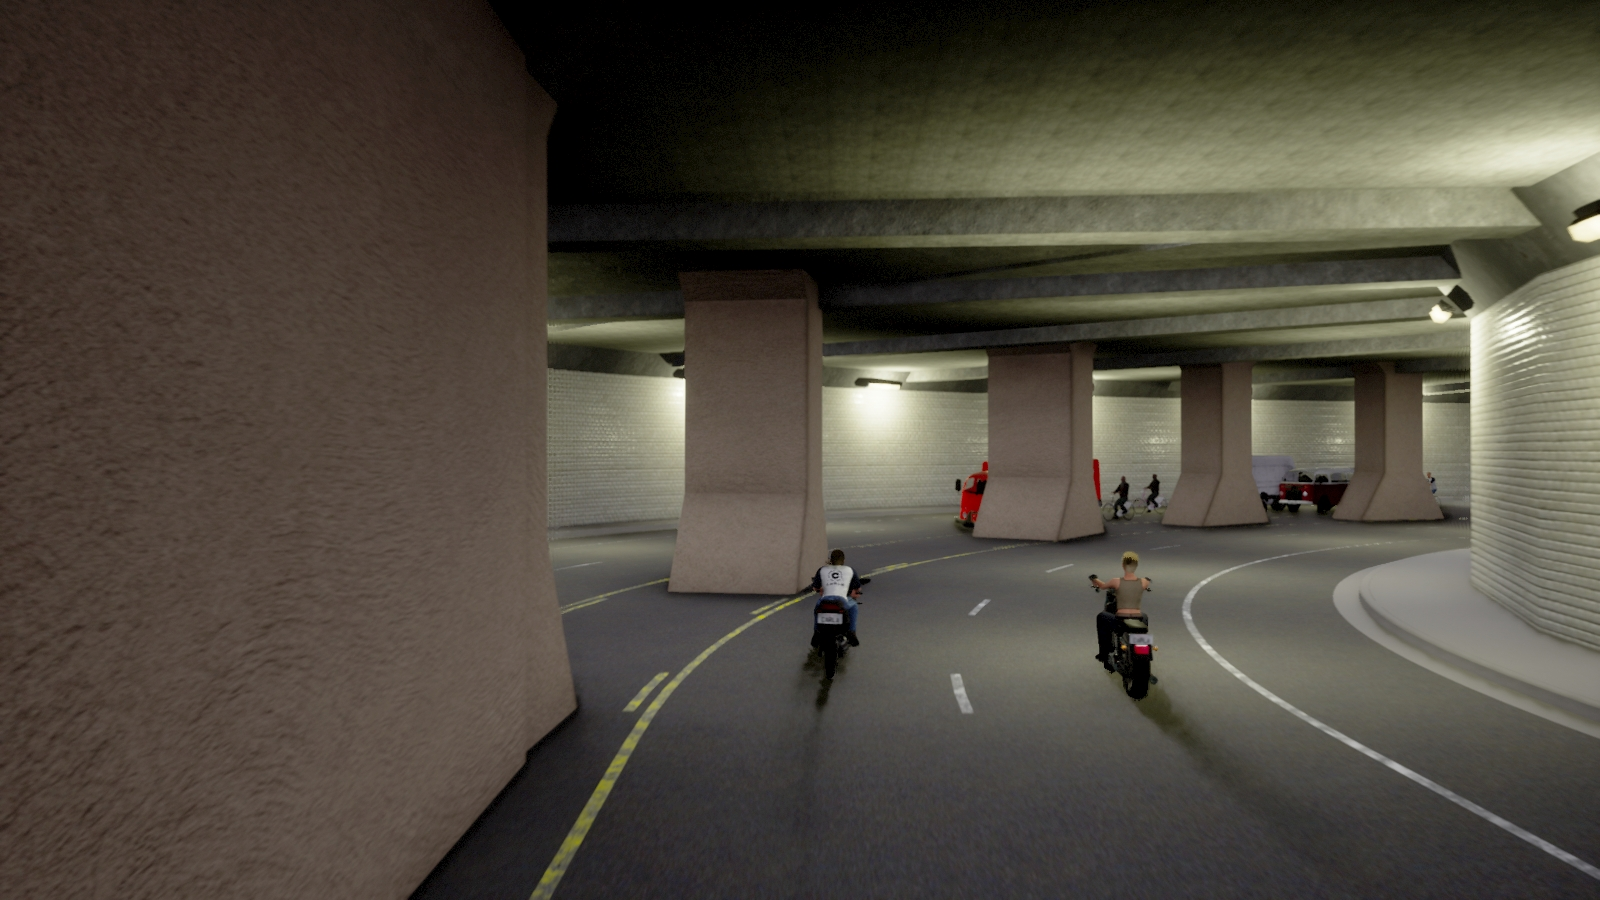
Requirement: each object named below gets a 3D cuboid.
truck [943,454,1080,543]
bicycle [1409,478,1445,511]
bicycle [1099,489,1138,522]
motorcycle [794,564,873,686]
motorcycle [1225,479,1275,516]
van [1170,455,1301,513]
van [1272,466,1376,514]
[{"bbox_3d":[7.858,1.669,42.112,2.627,2.467,5.204,8,9,39],"label":"truck"},{"bbox_3d":[28.872,2.045,52.610,1.643,1.521,0.373,0,0,-17],"label":"bicycle"},{"bbox_3d":[12.589,2.171,45.105,1.835,1.251,0.329,0,0,-33],"label":"bicycle"},{"bbox_3d":[0.459,2.174,14.599,0.803,1.224,2.033,1,0,7],"label":"motorcycle"},{"bbox_3d":[19.246,2.034,48.885,2.033,1.505,0.803,0,0,-24],"label":"motorcycle"},{"bbox_3d":[20.265,1.535,53.121,5.915,2.561,1.988,0,0,-23],"label":"van"},{"bbox_3d":[23.704,1.783,51.657,4.480,2.038,2.069,0,0,-30],"label":"van"}]
